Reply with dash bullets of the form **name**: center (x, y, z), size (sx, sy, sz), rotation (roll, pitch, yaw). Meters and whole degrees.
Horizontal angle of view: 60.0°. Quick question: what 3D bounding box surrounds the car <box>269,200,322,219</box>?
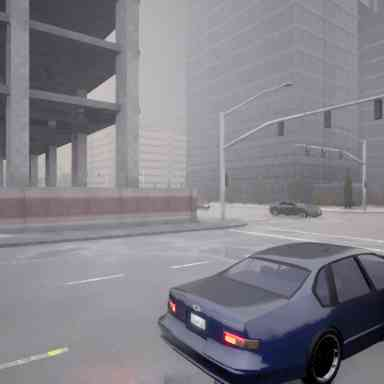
- **car**: center (8.995, 1.506, 29.210), size (1.837, 1.490, 4.892), rotation (0, 0, -36)

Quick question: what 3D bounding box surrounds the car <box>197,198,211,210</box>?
- **car**: center (0.298, 1.493, 41.182), size (2.128, 1.511, 4.902), rotation (0, 0, -36)

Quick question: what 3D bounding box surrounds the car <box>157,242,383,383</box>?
- **car**: center (2.123, 1.547, 5.303), size (5.357, 1.411, 2.033), rotation (0, 0, -35)
